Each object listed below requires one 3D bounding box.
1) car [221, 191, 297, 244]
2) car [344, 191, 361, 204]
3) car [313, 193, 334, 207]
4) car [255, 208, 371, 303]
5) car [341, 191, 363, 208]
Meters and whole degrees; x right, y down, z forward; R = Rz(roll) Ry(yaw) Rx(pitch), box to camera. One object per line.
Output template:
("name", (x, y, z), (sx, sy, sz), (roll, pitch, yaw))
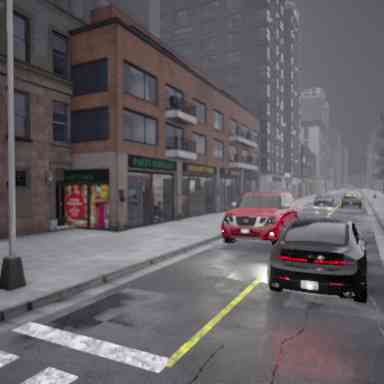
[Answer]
("car", (3.114, 0.986, 14.270), (2.150, 2.045, 5.566), (0, 1, 27))
("car", (21.339, 0.663, 44.058), (1.882, 1.535, 5.008), (0, 1, 27))
("car", (15.073, 0.873, 37.823), (2.033, 1.411, 5.357), (0, 1, 27))
("car", (3.166, 1.360, 8.043), (1.837, 1.490, 4.892), (0, 1, 27))
("car", (16.678, 0.854, 34.723), (2.128, 1.511, 4.902), (0, 1, 27))
